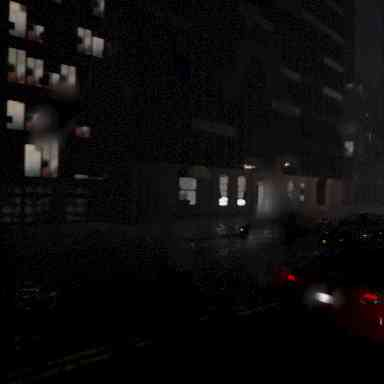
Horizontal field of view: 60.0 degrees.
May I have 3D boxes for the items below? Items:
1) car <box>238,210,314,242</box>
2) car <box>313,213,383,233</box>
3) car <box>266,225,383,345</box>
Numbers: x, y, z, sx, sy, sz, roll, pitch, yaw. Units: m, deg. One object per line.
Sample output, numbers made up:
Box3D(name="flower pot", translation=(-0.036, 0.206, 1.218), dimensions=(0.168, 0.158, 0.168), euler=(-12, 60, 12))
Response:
Box3D(name="car", translation=(4.562, 1.550, 15.459), dimensions=(5.357, 1.411, 2.033), euler=(0, 0, -39))
Box3D(name="car", translation=(6.999, 1.567, 13.304), dimensions=(4.181, 1.385, 1.994), euler=(0, 0, -39))
Box3D(name="car", translation=(3.592, 1.567, 6.231), dimensions=(4.181, 1.385, 1.994), euler=(0, 0, -37))
